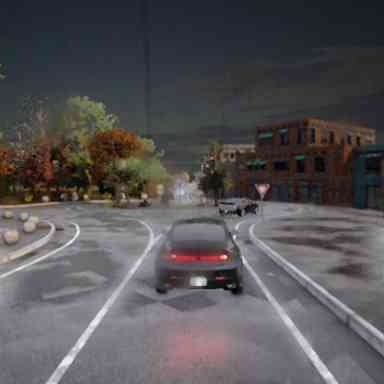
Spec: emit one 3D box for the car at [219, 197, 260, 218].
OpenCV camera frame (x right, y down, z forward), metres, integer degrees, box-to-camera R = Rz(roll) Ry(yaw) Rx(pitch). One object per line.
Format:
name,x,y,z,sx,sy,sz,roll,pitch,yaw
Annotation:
car,3.982,1.183,27.344,2.128,1.511,4.902,2,3,34

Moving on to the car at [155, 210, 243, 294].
car,0.196,1.423,8.609,1.837,1.490,4.892,0,0,2
